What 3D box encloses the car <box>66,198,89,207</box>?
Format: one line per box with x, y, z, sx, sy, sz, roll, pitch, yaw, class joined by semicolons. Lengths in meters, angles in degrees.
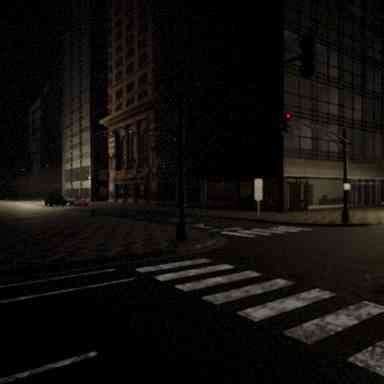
-17.680;1.599;52.036;1.895;1.301;4.718;0;0;-35;car

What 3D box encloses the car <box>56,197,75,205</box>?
-22.328;1.622;58.535;1.895;1.301;4.718;0;0;-35;car

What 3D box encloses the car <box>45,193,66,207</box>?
-21.371;1.247;51.993;2.150;2.045;5.566;0;0;-35;car
